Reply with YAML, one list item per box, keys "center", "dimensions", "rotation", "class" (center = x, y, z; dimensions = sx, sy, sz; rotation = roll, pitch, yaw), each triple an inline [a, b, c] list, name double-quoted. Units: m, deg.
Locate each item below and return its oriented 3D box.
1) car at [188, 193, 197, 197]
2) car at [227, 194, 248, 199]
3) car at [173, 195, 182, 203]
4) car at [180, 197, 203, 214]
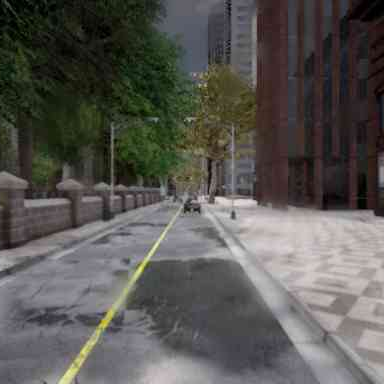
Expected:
- center: [0.031, 1.078, 68.510]
  dimensions: [2.033, 1.649, 4.856]
  rotation: [0, 0, 0]
  class: "car"
- center: [12.394, 1.347, 88.088]
  dimensions: [4.829, 1.417, 1.752]
  rotation: [-1, 1, 0]
  class: "car"
- center: [-2.967, 1.469, 70.688]
  dimensions: [1.812, 1.442, 4.674]
  rotation: [0, 0, 0]
  class: "car"
- center: [0.025, 1.532, 35.370]
  dimensions: [1.837, 1.490, 4.892]
  rotation: [0, -1, 0]
  class: "car"
